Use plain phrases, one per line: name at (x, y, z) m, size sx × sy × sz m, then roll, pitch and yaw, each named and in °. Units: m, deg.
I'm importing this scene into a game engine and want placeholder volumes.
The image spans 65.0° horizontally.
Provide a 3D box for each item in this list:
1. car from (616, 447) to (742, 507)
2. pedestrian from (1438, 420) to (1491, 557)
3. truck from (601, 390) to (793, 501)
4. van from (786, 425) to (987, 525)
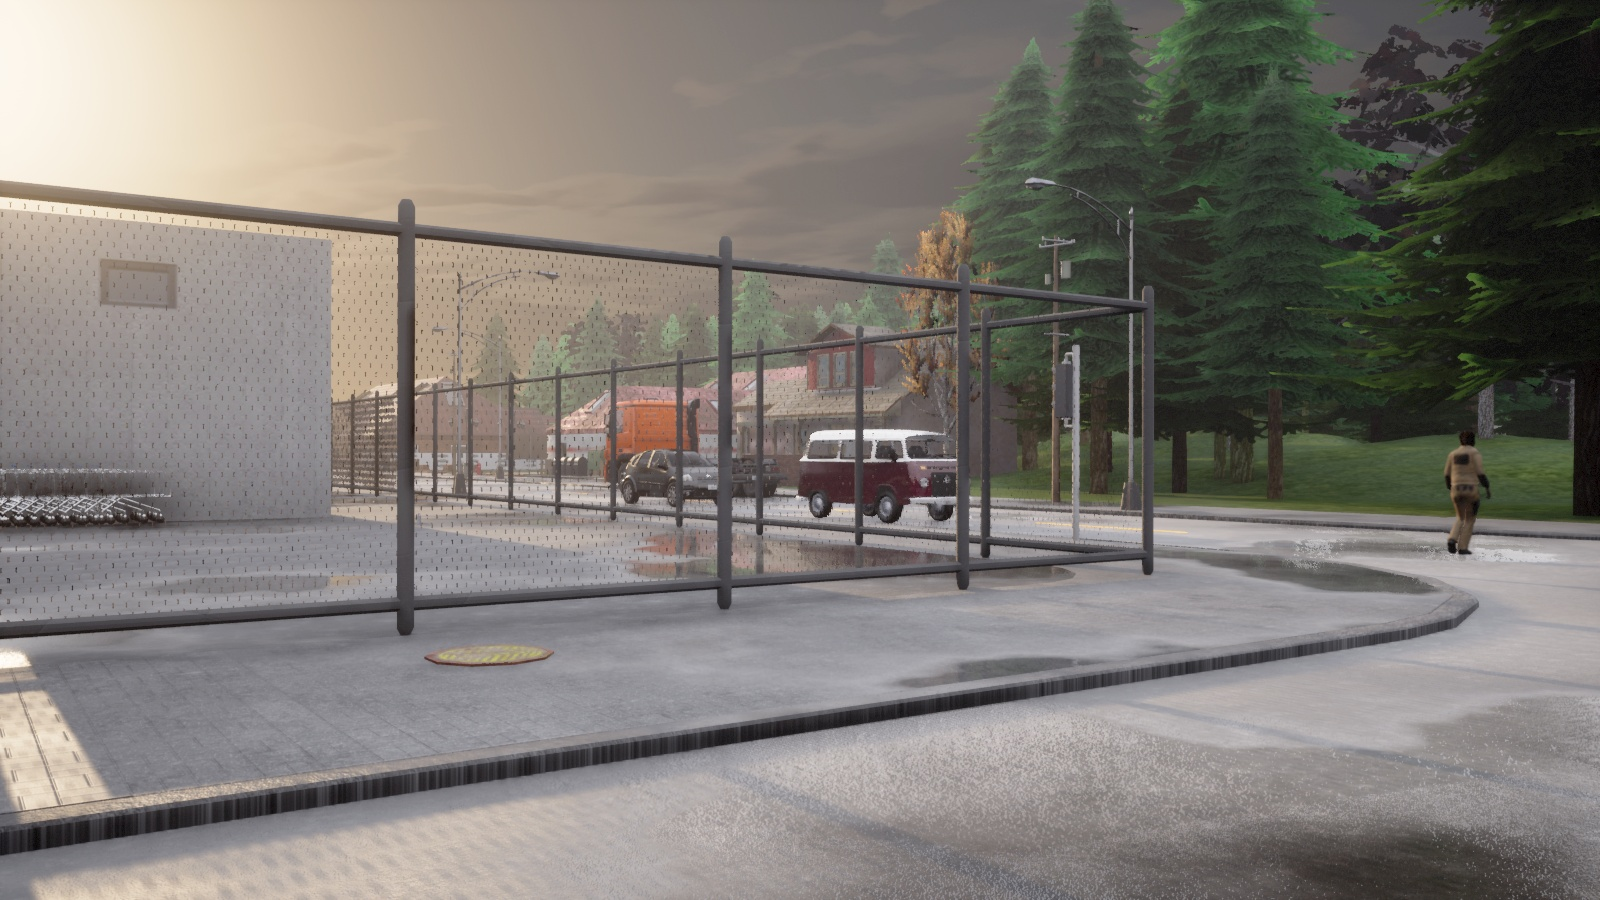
car at (-3.518, 0.738, 35.892) m, size 1.851 × 1.617 × 3.988 m, roll 0°, pitch 0°, yaw -35°
pedestrian at (9.595, 0.543, 18.122) m, size 0.692 × 1.930 × 0.396 m, roll 0°, pitch 0°, yaw -35°
truck at (-3.727, -0.123, 43.236) m, size 2.891 × 3.462 × 7.936 m, roll 0°, pitch 0°, yaw -36°
van at (1.840, 0.536, 28.089) m, size 2.069 × 2.038 × 4.480 m, roll 0°, pitch -1°, yaw -36°
